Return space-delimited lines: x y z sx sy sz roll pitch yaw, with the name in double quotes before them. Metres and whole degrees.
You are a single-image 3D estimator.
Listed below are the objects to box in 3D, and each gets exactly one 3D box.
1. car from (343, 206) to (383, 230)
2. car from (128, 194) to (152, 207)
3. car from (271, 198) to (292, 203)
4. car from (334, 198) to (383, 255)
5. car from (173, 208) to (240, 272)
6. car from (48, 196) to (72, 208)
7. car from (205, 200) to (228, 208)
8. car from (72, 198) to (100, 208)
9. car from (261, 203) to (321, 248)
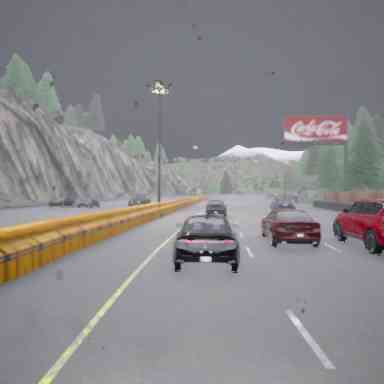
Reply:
"car" 11.975 1.665 22.369 1.895 1.301 4.718 0 0 5
"car" -7.002 1.277 45.191 2.150 2.045 5.566 0 0 6
"car" 9.834 1.400 36.476 2.097 1.767 4.553 0 0 6
"car" 7.668 1.263 13.530 2.150 2.045 5.566 0 0 5
"car" 0.490 1.492 10.849 2.128 1.511 4.902 0 0 3
"car" -17.567 1.366 45.145 1.882 1.535 5.008 0 0 6
"car" 2.269 1.511 31.039 1.837 1.490 4.892 0 0 6
"car" -14.047 1.473 45.142 1.994 1.385 4.181 0 0 6
"car" 4.317 1.499 15.122 1.882 1.535 5.008 0 0 5
